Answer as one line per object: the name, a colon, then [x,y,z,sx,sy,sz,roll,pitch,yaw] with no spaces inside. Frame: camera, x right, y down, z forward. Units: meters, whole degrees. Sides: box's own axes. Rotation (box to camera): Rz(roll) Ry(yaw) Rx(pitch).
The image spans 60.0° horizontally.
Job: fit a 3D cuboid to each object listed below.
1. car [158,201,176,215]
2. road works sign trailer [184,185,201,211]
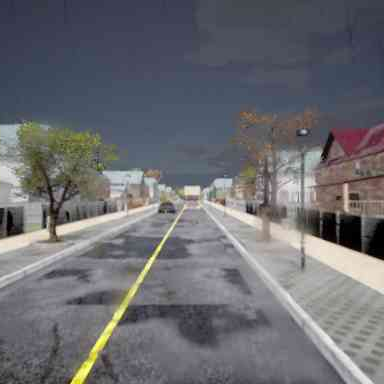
car: [-2.821,1.790,38.169,1.882,1.535,5.008,0,-1,0]
road works sign trailer: [0.032,0.866,46.972,2.380,3.560,2.880,0,-1,0]
